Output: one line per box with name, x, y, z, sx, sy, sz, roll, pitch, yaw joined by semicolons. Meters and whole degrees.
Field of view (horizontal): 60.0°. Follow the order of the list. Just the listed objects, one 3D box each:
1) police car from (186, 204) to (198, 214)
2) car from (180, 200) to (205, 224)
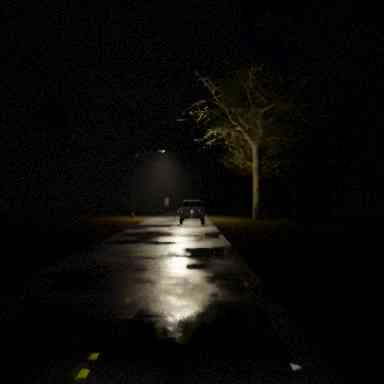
police car;-0.046;2.841;56.966;1.930;1.638;5.238;0;-2;0
car;0.024;1.783;30.717;2.150;2.045;5.566;0;-2;1
